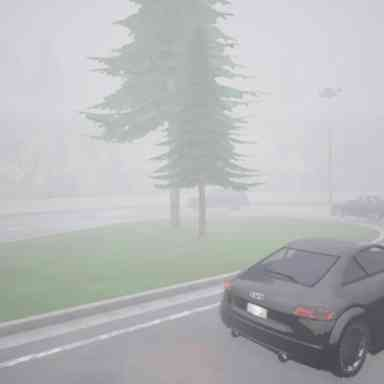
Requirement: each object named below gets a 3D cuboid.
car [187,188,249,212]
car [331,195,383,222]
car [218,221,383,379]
[{"bbox_3d":[2.344,0.702,29.932,5.566,2.045,2.150,-1,0,5],"label":"car"},{"bbox_3d":[10.637,0.956,20.281,2.128,1.511,4.902,-1,1,-17],"label":"car"},{"bbox_3d":[2.456,1.431,5.408,4.181,1.385,1.994,-2,1,-36],"label":"car"}]
